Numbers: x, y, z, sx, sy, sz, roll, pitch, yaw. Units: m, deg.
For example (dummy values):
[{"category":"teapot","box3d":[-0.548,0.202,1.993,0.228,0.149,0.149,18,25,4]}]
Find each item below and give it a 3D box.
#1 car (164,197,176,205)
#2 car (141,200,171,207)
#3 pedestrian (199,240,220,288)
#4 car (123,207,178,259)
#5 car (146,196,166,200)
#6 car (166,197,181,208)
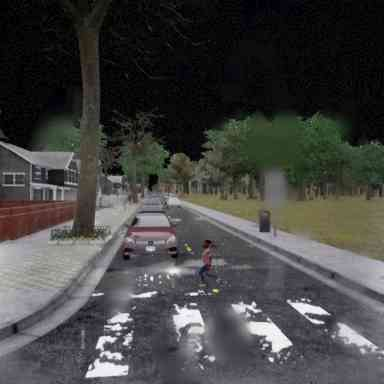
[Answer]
[{"category":"car","box3d":[-3.827,1.548,57.436,1.895,1.301,4.718,0,0,-6]},{"category":"car","box3d":[-2.749,1.536,22.935,2.033,1.411,5.357,0,0,-7]},{"category":"pedestrian","box3d":[0.391,1.294,7.979,0.375,1.860,0.375,1,-1,-7]},{"category":"car","box3d":[-1.561,1.523,12.745,1.812,1.442,4.674,0,0,-6]},{"category":"car","box3d":[-3.897,1.332,32.769,2.097,1.767,4.553,0,0,-7]},{"category":"car","box3d":[-2.657,1.488,47.482,1.812,1.442,4.674,0,0,-6]}]
